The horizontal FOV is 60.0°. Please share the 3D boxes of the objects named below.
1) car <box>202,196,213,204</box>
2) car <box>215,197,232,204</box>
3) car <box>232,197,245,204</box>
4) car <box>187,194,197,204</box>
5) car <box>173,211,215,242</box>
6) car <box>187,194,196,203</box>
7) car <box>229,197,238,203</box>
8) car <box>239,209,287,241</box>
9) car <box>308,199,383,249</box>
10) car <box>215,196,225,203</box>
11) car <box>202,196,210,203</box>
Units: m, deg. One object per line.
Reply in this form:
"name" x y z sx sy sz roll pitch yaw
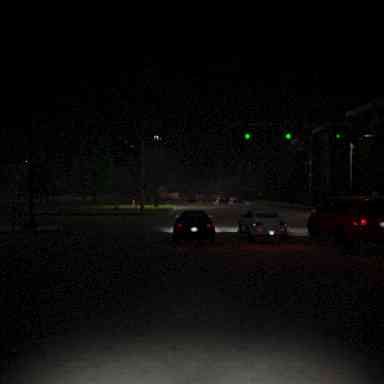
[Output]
"car" 3.475 1.746 74.203 2.097 1.767 4.553 0 0 0
"car" 6.975 1.914 73.817 2.128 1.511 4.902 0 0 0
"car" 10.474 1.986 74.265 1.895 1.301 4.718 0 0 0
"car" -0.025 1.867 73.814 1.882 1.535 5.008 0 0 0
"car" 0.098 1.653 16.848 1.994 1.385 4.181 0 0 0
"car" -0.031 1.591 84.263 2.150 2.045 5.566 0 0 0
"car" 10.469 1.960 84.266 1.895 1.301 4.718 0 0 0
"car" 3.587 1.617 17.303 1.812 1.442 4.674 0 0 0
"car" 7.099 1.301 14.999 2.150 2.045 5.566 0 0 0
"car" 6.969 1.890 84.235 2.128 1.511 4.902 0 0 0
"car" 3.469 1.843 84.233 1.882 1.535 5.008 0 0 0
